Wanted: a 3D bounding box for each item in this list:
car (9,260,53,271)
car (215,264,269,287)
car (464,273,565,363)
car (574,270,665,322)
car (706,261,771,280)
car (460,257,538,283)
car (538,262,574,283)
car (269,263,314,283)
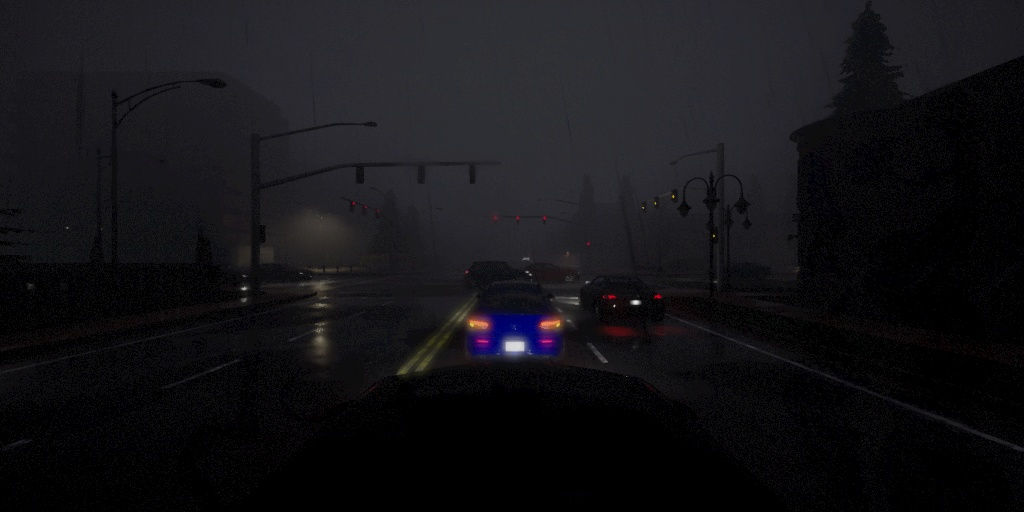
[{"bbox_3d":[-37.854,1.103,27.416,4.553,1.767,2.097,0,0,0],"label":"car"},{"bbox_3d":[-19.315,1.277,23.914,4.674,1.442,1.812,1,0,0],"label":"car"},{"bbox_3d":[0.063,1.276,8.010,1.812,1.442,4.674,0,0,0],"label":"car"},{"bbox_3d":[3.580,1.314,12.362,1.994,1.385,4.181,0,0,0],"label":"car"},{"bbox_3d":[19.370,1.228,30.769,5.008,1.535,1.882,0,0,-1],"label":"car"},{"bbox_3d":[-0.800,1.102,23.547,4.553,1.767,2.097,0,0,2],"label":"car"},{"bbox_3d":[2.571,1.227,27.005,5.008,1.535,1.882,0,0,1],"label":"car"},{"bbox_3d":[-17.697,1.276,27.409,4.674,1.442,1.812,0,0,0],"label":"car"}]
